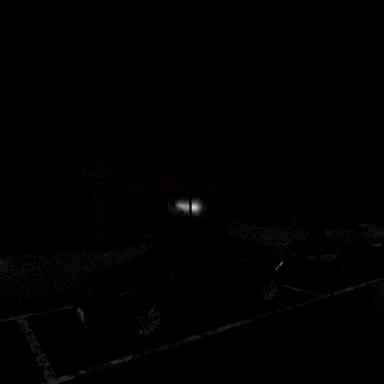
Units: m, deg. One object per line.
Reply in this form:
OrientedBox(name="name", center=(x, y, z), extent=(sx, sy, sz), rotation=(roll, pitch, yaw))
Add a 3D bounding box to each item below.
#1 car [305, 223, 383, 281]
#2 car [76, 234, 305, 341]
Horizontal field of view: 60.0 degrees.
OrientedBox(name="car", center=(4.486, 1.582, 9.731), extent=(4.206, 1.307, 1.802), rotation=(0, 0, -35))
OrientedBox(name="car", center=(0.005, 1.566, 6.539), extent=(4.313, 1.339, 1.947), rotation=(0, 0, -35))
